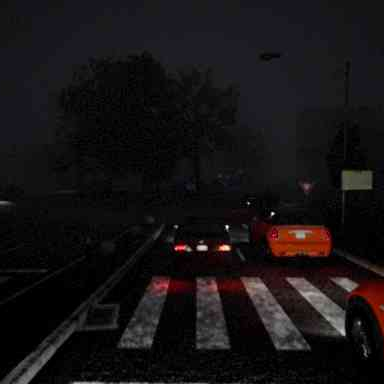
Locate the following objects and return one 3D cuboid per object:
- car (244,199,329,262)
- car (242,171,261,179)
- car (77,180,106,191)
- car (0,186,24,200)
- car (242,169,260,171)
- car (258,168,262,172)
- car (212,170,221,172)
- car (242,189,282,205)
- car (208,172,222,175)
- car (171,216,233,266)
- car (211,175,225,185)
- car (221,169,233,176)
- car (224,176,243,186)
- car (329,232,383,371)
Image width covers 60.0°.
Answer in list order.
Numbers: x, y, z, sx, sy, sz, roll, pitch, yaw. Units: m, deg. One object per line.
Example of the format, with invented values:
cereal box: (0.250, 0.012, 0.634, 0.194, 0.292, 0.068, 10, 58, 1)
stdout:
car: (3.358, 1.316, 12.232, 2.097, 1.767, 4.553, 0, 1, 1)
car: (14.090, -3.904, 83.088, 4.892, 1.521, 2.231, 1, 5, 10)
car: (-15.037, -1.061, 51.179, 5.008, 1.535, 1.882, -3, 5, -36)
car: (-20.297, 0.058, 36.579, 2.033, 1.411, 5.357, -1, 4, -7)
car: (14.623, -4.286, 85.767, 4.553, 1.767, 2.185, 1, 5, 10)
car: (15.605, -4.925, 91.144, 5.566, 2.045, 2.435, 1, 6, 11)
car: (7.176, -4.405, 88.579, 1.882, 1.535, 5.008, 1, 6, 10)
car: (6.255, 0.536, 29.394, 1.837, 1.490, 4.892, 3, 5, 40)
car: (5.378, -3.334, 77.885, 2.033, 1.411, 5.357, 1, 5, 7)
car: (0.329, 1.519, 11.419, 2.033, 1.411, 5.357, 0, 1, 1)
car: (4.706, -2.095, 64.692, 1.994, 1.385, 4.181, 0, 5, 1)
car: (8.651, -3.803, 79.443, 2.150, 2.045, 5.566, 1, 5, 10)
car: (7.769, -1.837, 62.233, 1.895, 1.301, 4.718, 0, 5, -2)
car: (3.176, 1.352, 2.838, 2.097, 1.767, 4.553, 0, 0, 0)
